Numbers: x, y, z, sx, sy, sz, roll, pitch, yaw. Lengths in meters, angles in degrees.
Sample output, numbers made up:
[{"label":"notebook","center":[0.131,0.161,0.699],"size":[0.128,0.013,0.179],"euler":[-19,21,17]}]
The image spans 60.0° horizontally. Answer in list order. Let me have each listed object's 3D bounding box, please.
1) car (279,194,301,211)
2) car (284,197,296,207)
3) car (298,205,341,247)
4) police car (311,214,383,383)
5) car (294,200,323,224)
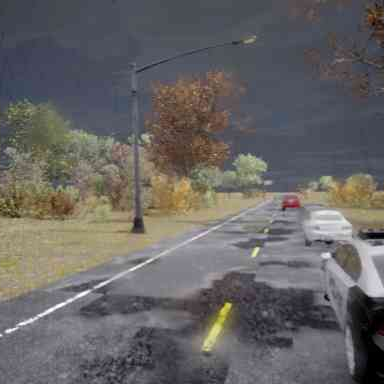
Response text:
[{"label":"car","center":[12.297,1.287,41.253],"size":[2.150,2.045,5.566],"euler":[-2,-1,17]},{"label":"car","center":[16.118,1.613,54.873],"size":[1.812,1.442,4.674],"euler":[-2,-1,16]},{"label":"car","center":[5.864,1.505,14.738],"size":[1.812,1.442,4.674],"euler":[-2,-1,16]},{"label":"police car","center":[3.184,1.384,5.223],"size":[1.930,1.638,5.238],"euler":[-2,-1,16]},{"label":"car","center":[7.495,1.497,20.511],"size":[1.837,1.490,4.892],"euler":[-2,-1,16]}]
